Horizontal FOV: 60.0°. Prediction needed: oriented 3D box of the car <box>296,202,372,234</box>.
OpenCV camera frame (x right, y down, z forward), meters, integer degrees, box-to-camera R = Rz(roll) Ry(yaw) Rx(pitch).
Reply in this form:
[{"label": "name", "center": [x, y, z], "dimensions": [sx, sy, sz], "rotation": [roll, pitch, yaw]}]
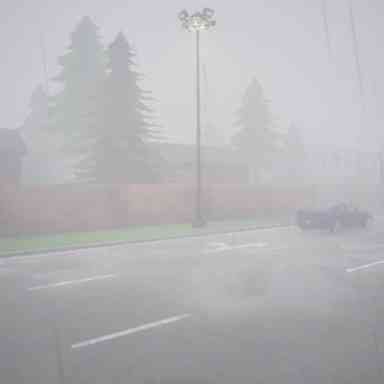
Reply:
[{"label": "car", "center": [7.720, 1.289, 17.854], "dimensions": [5.008, 1.535, 1.882], "rotation": [-1, 0, -35]}]
